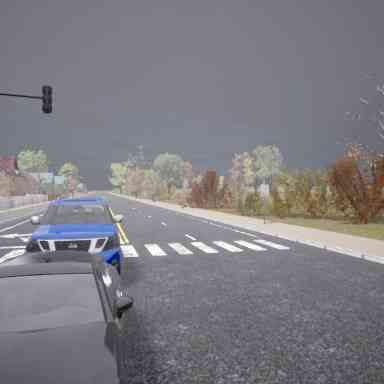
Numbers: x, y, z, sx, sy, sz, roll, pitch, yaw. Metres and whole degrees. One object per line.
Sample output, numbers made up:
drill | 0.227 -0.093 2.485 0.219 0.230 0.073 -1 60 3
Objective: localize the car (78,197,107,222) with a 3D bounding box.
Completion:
car | -8.167 1.338 27.527 2.097 1.767 4.553 0 0 -15

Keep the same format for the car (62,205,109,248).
car | -5.025 1.499 16.052 1.837 1.490 4.892 0 0 -15

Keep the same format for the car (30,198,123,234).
car | -3.360 1.218 9.982 2.150 2.045 5.566 0 0 -15

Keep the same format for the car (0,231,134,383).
car | -1.713 1.524 3.895 1.812 1.442 4.674 0 0 -13

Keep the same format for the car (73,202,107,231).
car | -6.600 1.468 21.795 1.882 1.535 5.008 0 0 -15
